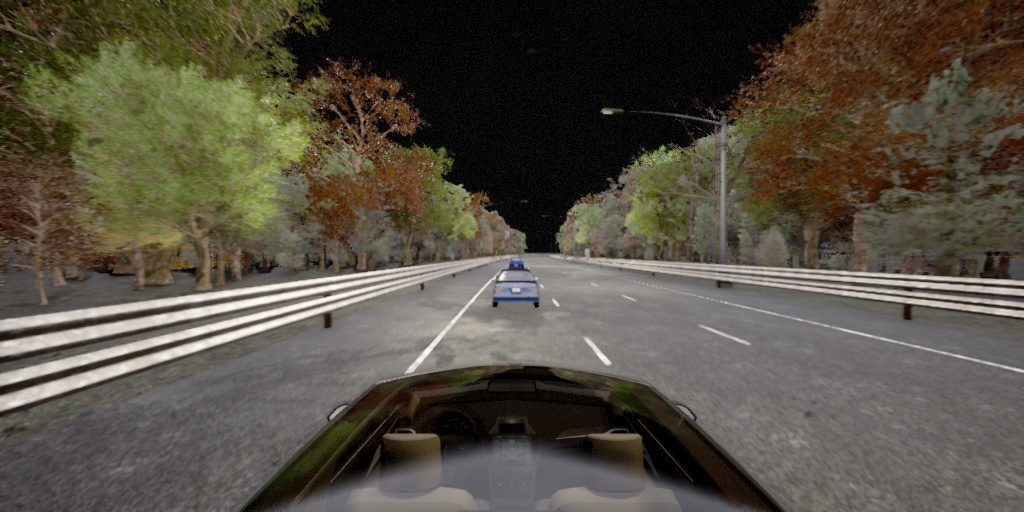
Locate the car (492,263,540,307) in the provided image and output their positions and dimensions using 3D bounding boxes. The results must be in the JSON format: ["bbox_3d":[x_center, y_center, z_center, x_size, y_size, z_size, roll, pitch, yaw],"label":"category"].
[{"bbox_3d":[0.150,1.214,15.017,2.033,1.411,5.357,0,0,0],"label":"car"}]

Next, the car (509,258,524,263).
[{"bbox_3d":[0.587,0.939,46.937,1.882,1.535,5.008,0,0,1],"label":"car"}]
